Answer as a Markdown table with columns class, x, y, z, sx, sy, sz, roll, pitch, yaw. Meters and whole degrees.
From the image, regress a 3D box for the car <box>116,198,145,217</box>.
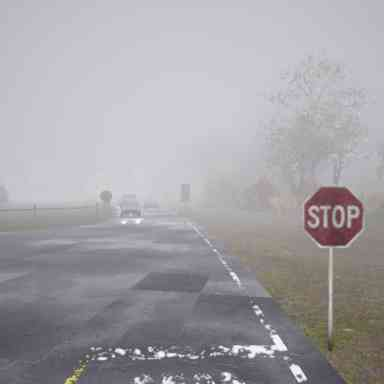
| class | x | y | z | sx | sy | sz | roll | pitch | yaw |
| --- | --- | --- | --- | --- | --- | --- | --- | --- | --- |
| car | -5.730 | 1.542 | 31.274 | 2.033 | 1.411 | 5.357 | 0 | 0 | -10 |

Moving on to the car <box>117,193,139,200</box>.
| class | x | y | z | sx | sy | sz | roll | pitch | yaw |
| --- | --- | --- | --- | --- | --- | --- | --- | --- | --- |
| car | -8.188 | 1.210 | 43.194 | 2.150 | 2.045 | 5.566 | 0 | 0 | -14 |

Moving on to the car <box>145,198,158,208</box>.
| class | x | y | z | sx | sy | sz | roll | pitch | yaw |
| --- | --- | --- | --- | --- | --- | --- | --- | --- | --- |
| car | -5.982 | 1.549 | 46.533 | 1.994 | 1.385 | 4.181 | 0 | 0 | -14 |
